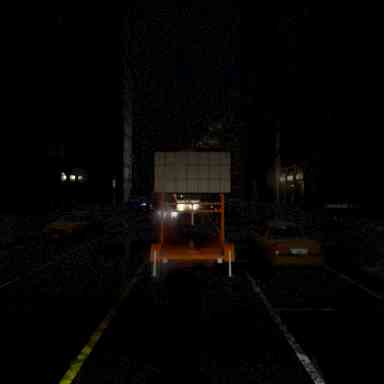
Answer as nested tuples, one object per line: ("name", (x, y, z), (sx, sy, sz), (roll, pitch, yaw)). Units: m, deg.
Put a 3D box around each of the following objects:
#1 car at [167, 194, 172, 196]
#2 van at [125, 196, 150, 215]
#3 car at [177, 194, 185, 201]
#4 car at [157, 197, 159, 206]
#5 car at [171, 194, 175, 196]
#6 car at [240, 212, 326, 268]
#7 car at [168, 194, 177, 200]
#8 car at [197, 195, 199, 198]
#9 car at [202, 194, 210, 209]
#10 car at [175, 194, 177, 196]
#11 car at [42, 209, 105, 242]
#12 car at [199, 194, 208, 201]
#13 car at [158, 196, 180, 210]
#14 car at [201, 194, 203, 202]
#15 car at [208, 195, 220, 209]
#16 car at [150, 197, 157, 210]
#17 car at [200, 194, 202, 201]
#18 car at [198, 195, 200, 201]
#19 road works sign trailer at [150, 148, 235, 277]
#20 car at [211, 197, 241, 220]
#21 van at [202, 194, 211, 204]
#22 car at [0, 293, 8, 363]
("car", (-5.564, 1.631, 67.303), (1.802, 1.307, 4.206), (0, 0, 0))
("van", (-5.615, 1.335, 33.469), (1.690, 1.788, 3.998), (0, 0, 0))
("car", (-2.862, 1.593, 90.209), (2.128, 1.511, 4.902), (0, 0, 0))
("car", (-5.590, 1.458, 50.386), (1.967, 1.590, 4.097), (0, 0, 0))
("car", (-5.548, 1.601, 78.410), (1.752, 1.417, 4.829), (0, 0, 0))
("car", (2.884, 1.521, 11.086), (1.752, 1.417, 4.829), (0, 0, 1))
("car", (-5.523, 1.461, 95.471), (2.192, 1.841, 5.009), (0, 0, 0))
("car", (2.985, 1.662, 84.195), (1.947, 1.339, 4.313), (0, 0, 0))
("car", (2.927, 1.323, 44.720), (2.192, 1.841, 5.009), (0, 0, 0))
("car", (-5.540, 1.411, 84.218), (2.192, 1.841, 5.009), (0, 0, 0))
("car", (-5.642, 1.519, 16.344), (1.752, 1.417, 4.829), (0, 0, 1))
("car", (2.994, 1.434, 89.836), (2.192, 1.841, 5.009), (0, 0, 0))
("car", (-3.032, 1.607, 43.950), (1.895, 1.301, 4.718), (0, 0, 0))
("car", (2.935, 1.333, 50.359), (2.192, 1.841, 5.009), (0, 0, 0))
("car", (2.910, 1.434, 33.440), (1.967, 1.590, 4.097), (0, 0, 0))
("car", (-5.607, 1.565, 39.107), (1.947, 1.339, 4.313), (0, 0, 0))
("car", (2.953, 1.479, 61.638), (1.967, 1.590, 4.097), (0, 0, 0))
("car", (2.977, 1.658, 78.557), (1.802, 1.307, 4.206), (0, 0, 0))
("road works sign trailer", (0.016, 0.461, 10.200), (2.380, 3.560, 2.880), (0, 0, 0))
("car", (2.901, 1.431, 27.802), (1.967, 1.590, 4.097), (0, 0, 0))
("van", (2.961, 1.391, 67.278), (1.690, 1.788, 3.998), (0, 0, 0))
("car", (-3.098, 1.505, 2.009), (1.837, 1.490, 4.892), (0, 0, 0))
